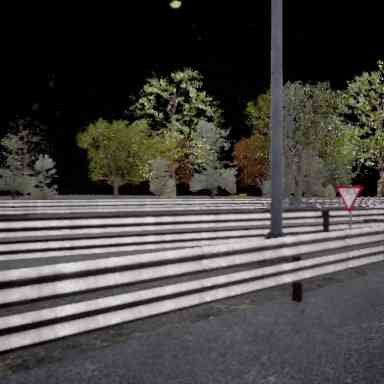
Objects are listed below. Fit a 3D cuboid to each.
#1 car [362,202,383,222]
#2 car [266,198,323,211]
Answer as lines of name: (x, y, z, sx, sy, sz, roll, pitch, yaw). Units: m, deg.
car: (12.603, 1.298, 20.577, 4.674, 1.442, 1.812, 0, 0, -25)
car: (8.159, 1.275, 26.242, 4.892, 1.490, 1.837, 0, 0, -25)
